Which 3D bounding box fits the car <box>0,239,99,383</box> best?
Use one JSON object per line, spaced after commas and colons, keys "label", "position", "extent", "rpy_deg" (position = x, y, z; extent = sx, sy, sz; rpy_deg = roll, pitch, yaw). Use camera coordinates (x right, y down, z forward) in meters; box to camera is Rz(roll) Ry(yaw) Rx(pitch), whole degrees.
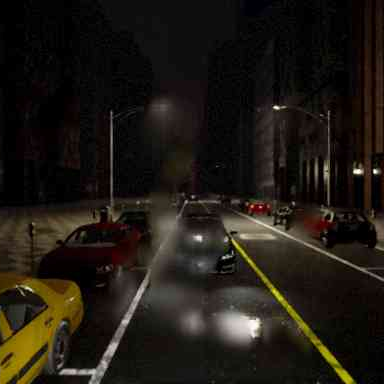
{"label": "car", "position": [-2.406, 1.516, 2.933], "extent": [1.752, 1.417, 4.829], "rpy_deg": [0, 0, 0]}

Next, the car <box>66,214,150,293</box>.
{"label": "car", "position": [-2.410, 1.521, 8.779], "extent": [1.887, 1.381, 4.507], "rpy_deg": [0, 0, 0]}

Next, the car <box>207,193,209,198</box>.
{"label": "car", "position": [6.048, 1.368, 93.955], "extent": [1.802, 1.307, 4.206], "rpy_deg": [0, 0, 0]}

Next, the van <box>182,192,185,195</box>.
{"label": "van", "position": [-2.446, 1.210, 54.199], "extent": [1.690, 1.788, 3.998], "rpy_deg": [0, 0, 0]}

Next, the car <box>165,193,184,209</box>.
{"label": "car", "position": [-2.437, 1.335, 42.844], "extent": [1.967, 1.590, 4.097], "rpy_deg": [0, 0, 0]}

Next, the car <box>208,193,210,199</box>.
{"label": "car", "position": [6.052, 1.323, 88.448], "extent": [1.752, 1.417, 4.829], "rpy_deg": [0, 0, 0]}

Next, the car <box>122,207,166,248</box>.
{"label": "car", "position": [-2.415, 1.528, 14.457], "extent": [1.947, 1.339, 4.313], "rpy_deg": [0, 0, 0]}

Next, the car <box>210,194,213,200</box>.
{"label": "car", "position": [6.057, 1.391, 82.600], "extent": [1.802, 1.307, 4.206], "rpy_deg": [0, 0, 0]}

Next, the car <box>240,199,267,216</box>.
{"label": "car", "position": [6.097, 1.363, 31.501], "extent": [1.967, 1.590, 4.097], "rpy_deg": [0, 0, 0]}

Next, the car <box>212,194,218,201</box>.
{"label": "car", "position": [6.066, 1.384, 71.245], "extent": [2.008, 1.369, 4.403], "rpy_deg": [0, 0, 0]}

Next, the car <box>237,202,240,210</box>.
{"label": "car", "position": [6.093, 1.476, 37.179], "extent": [1.947, 1.339, 4.313], "rpy_deg": [0, 0, 0]}

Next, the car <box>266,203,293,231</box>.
{"label": "car", "position": [6.106, 1.516, 20.147], "extent": [1.947, 1.339, 4.313], "rpy_deg": [0, 0, 0]}

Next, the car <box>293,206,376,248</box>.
{"label": "car", "position": [6.110, 1.404, 14.468], "extent": [1.967, 1.590, 4.097], "rpy_deg": [0, 0, 0]}

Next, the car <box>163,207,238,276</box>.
{"label": "car", "position": [0.251, 1.473, 10.473], "extent": [1.837, 1.490, 4.892], "rpy_deg": [0, 1, 0]}

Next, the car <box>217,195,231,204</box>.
{"label": "car", "position": [6.075, 1.440, 59.890], "extent": [1.802, 1.307, 4.206], "rpy_deg": [0, 0, 0]}

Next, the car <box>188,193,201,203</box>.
{"label": "car", "position": [0.309, 1.405, 67.326], "extent": [1.994, 1.385, 4.181], "rpy_deg": [0, 0, 0]}

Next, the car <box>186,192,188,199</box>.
{"label": "car", "position": [-2.455, 1.159, 65.554], "extent": [2.192, 1.841, 5.009], "rpy_deg": [0, 0, 0]}

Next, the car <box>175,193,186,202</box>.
{"label": "car", "position": [-2.459, 1.147, 71.231], "extent": [2.192, 1.841, 5.009], "rpy_deg": [0, 0, 0]}
